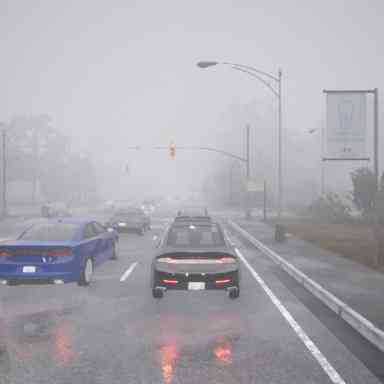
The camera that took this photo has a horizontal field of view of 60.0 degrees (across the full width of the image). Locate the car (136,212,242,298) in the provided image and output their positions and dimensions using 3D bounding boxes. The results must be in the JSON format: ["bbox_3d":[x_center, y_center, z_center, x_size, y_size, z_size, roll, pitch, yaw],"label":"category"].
[{"bbox_3d":[0.073,1.491,8.468,2.128,1.511,4.902,0,0,0],"label":"car"}]

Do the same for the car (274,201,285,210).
[{"bbox_3d":[12.852,1.491,41.661,4.902,1.511,2.128,0,0,3],"label":"car"}]

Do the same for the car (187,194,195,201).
[{"bbox_3d":[-0.302,1.518,85.673,2.128,1.511,4.902,0,0,0],"label":"car"}]

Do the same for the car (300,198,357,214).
[{"bbox_3d":[13.987,1.352,34.379,4.553,1.767,2.097,0,0,3],"label":"car"}]

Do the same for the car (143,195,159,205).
[{"bbox_3d":[-7.278,1.505,56.583,1.837,1.490,4.892,0,0,0],"label":"car"}]

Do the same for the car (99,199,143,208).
[{"bbox_3d":[-8.642,1.525,39.587,4.674,1.442,1.812,0,1,-37],"label":"car"}]

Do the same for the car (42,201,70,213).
[{"bbox_3d":[-11.401,1.526,27.942,1.812,1.442,4.674,1,-1,-32],"label":"car"}]

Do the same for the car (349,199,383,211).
[{"bbox_3d":[22.589,1.542,41.133,5.357,1.411,2.033,0,0,3],"label":"car"}]

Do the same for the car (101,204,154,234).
[{"bbox_3d":[-3.463,1.564,18.464,1.994,1.385,4.181,0,0,0],"label":"car"}]

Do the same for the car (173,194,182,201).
[{"bbox_3d":[-3.800,1.471,85.277,1.882,1.535,5.008,0,0,0],"label":"car"}]

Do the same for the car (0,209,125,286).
[{"bbox_3d":[-3.431,1.478,9.472,1.882,1.535,5.008,0,0,0],"label":"car"}]

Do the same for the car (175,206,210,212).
[{"bbox_3d":[0.038,1.478,17.964,1.882,1.535,5.008,0,0,0],"label":"car"}]

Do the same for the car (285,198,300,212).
[{"bbox_3d":[13.570,1.526,38.103,4.674,1.442,1.812,0,0,3],"label":"car"}]

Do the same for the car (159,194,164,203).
[{"bbox_3d":[-7.261,1.505,65.951,1.837,1.490,4.892,0,0,0],"label":"car"}]
